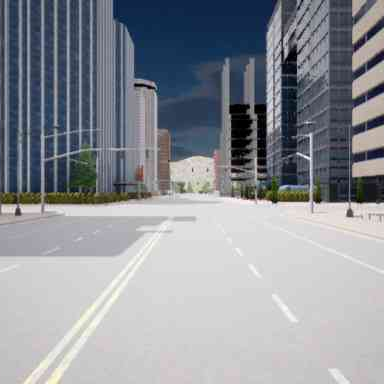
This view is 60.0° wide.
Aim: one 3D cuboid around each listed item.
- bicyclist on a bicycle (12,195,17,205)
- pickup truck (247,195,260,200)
[{"bbox_3d":[-28.773,1.274,54.010,0.582,1.620,1.656,0,0,1],"label":"bicyclist on a bicycle"},{"bbox_3d":[16.621,1.036,88.674,2.390,2.098,6.274,0,0,31],"label":"pickup truck"}]
